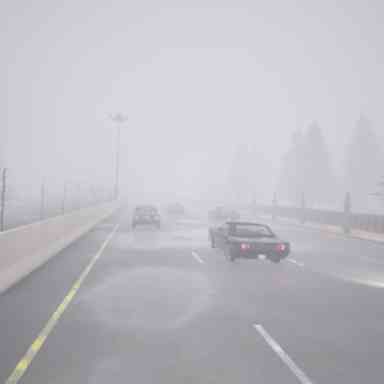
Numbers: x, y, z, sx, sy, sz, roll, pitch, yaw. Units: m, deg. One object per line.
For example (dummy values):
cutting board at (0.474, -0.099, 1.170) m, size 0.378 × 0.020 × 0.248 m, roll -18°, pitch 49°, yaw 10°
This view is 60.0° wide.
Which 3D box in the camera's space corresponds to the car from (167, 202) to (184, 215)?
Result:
car at (-2.045, 1.821, 38.523) m, size 1.994 × 1.385 × 4.181 m, roll 3°, pitch 0°, yaw -9°

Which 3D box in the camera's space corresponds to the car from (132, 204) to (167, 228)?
car at (-3.151, 1.615, 22.907) m, size 2.033 × 1.411 × 5.357 m, roll 3°, pitch -1°, yaw -9°

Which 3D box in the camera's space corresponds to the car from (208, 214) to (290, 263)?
car at (1.941, 1.804, 12.944) m, size 1.895 × 1.301 × 4.718 m, roll 3°, pitch -1°, yaw -9°

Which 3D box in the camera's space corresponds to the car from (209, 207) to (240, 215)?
car at (2.803, 1.997, 30.116) m, size 1.895 × 1.301 × 4.718 m, roll 3°, pitch -1°, yaw -9°
